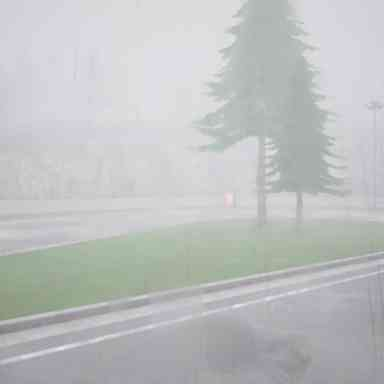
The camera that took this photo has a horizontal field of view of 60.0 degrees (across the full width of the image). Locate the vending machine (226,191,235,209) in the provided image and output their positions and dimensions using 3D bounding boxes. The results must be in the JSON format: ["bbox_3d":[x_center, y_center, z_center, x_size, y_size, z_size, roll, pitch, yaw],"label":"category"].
[{"bbox_3d":[4.612,0.988,40.004,0.880,2.100,1.100,0,0,-6],"label":"vending machine"}]
